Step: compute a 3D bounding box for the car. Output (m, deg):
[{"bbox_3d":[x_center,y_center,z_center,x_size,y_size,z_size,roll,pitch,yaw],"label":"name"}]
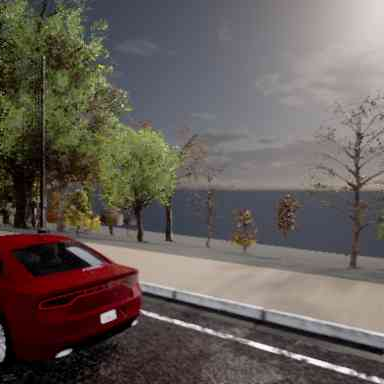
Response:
[{"bbox_3d":[-3.105,1.478,5.839,5.008,1.535,1.882,0,0,36],"label":"car"}]
